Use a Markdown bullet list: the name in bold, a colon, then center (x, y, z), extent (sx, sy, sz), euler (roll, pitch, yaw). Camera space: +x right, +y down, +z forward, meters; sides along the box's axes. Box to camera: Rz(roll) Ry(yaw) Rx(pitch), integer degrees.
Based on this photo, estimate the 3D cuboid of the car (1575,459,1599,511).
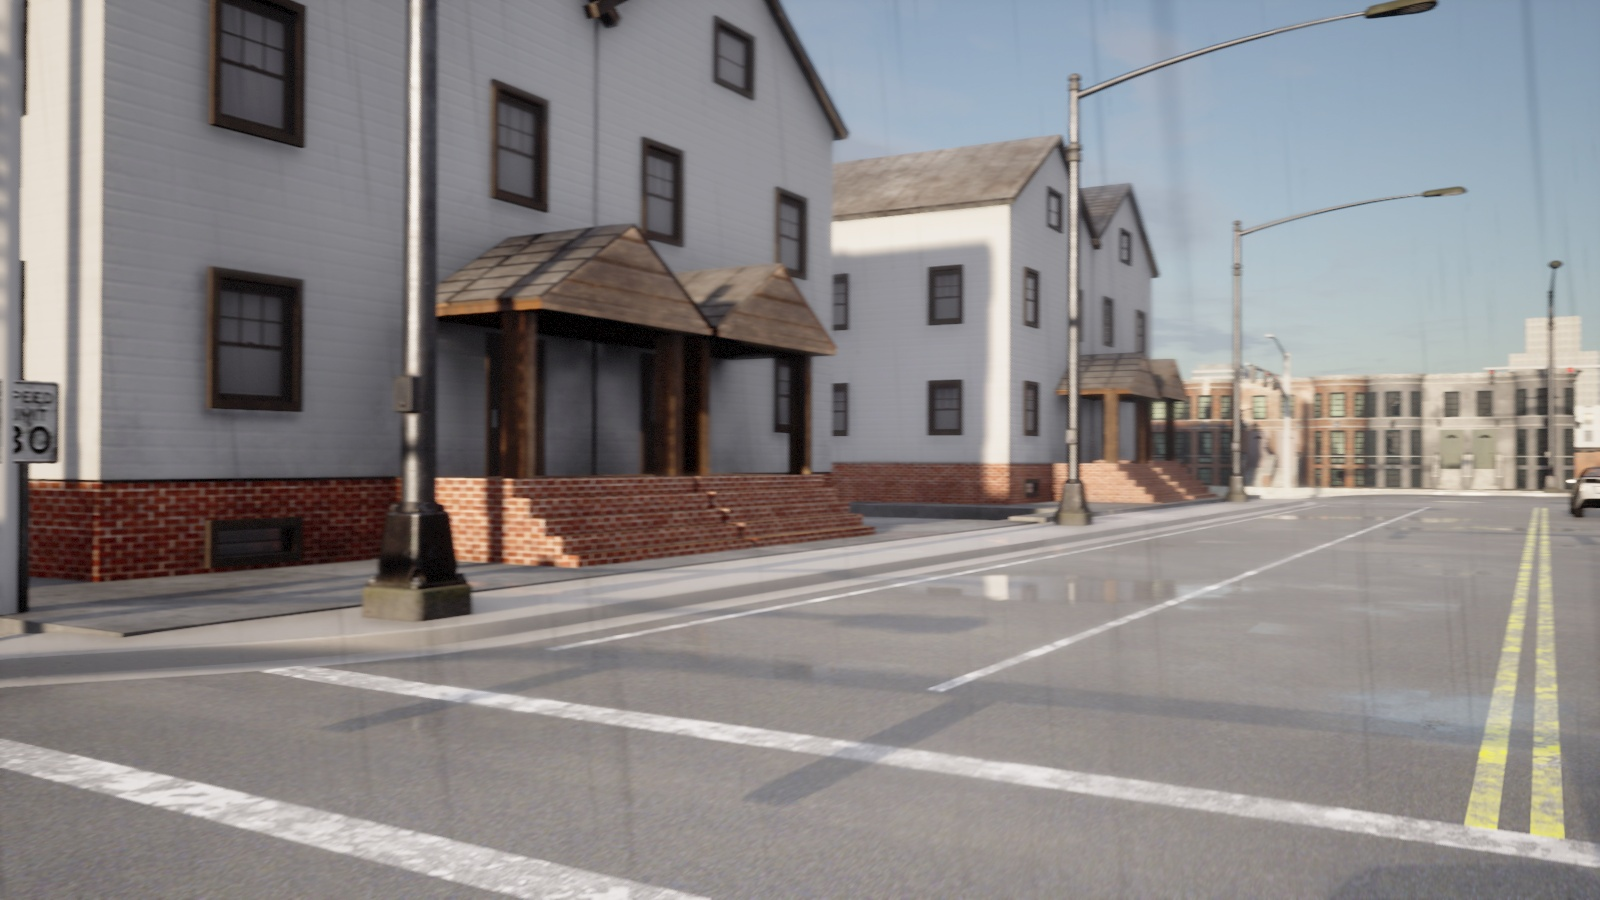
- **car**: center (24.812, 1.029, 38.207), extent (2.007, 1.525, 4.514), euler (-1, -1, 31)
